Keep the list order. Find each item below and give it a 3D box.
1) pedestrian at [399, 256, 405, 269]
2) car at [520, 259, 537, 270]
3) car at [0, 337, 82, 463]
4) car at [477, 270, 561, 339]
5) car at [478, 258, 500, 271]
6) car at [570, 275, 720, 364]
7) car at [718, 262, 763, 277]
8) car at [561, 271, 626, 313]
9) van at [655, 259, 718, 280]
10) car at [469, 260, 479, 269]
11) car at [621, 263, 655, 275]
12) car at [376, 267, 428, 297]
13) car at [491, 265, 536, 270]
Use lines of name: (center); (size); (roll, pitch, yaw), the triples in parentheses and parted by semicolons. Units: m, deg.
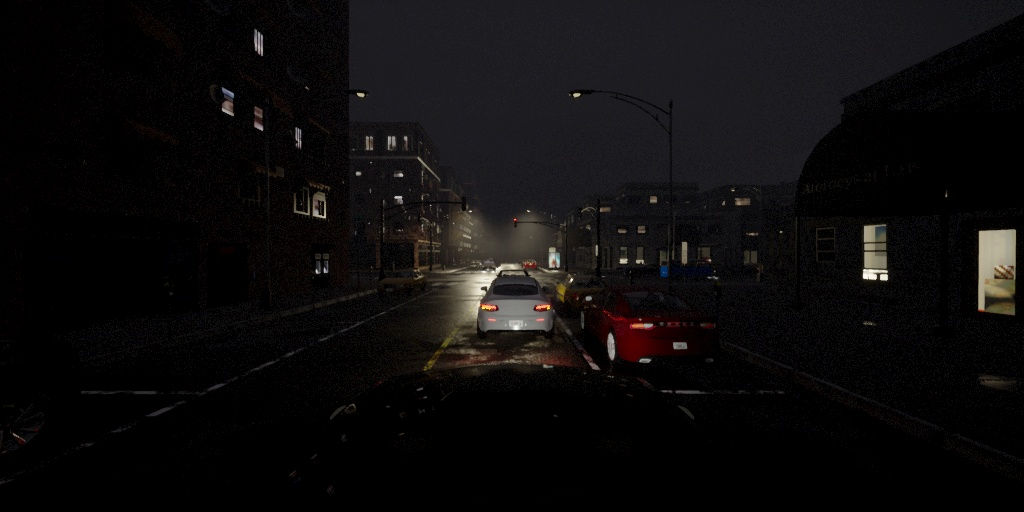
pedestrian: (-12.707, 0.831, 41.188); (0.375, 1.860, 0.375); (0, 0, -1)
car: (2.594, 1.213, 51.803); (1.967, 1.591, 4.097); (0, 0, 0)
car: (-5.692, 1.316, 2.231); (1.948, 1.339, 4.313); (0, 0, 0)
car: (0.084, 1.276, 9.952); (1.812, 1.442, 4.674); (0, 0, 0)
car: (-3.193, 1.320, 50.827); (2.033, 1.411, 5.357); (0, 0, 0)
car: (2.678, 1.295, 7.938); (1.888, 1.381, 4.507); (0, 0, 0)
car: (22.343, 1.368, 35.982); (4.181, 1.385, 1.994); (0, 0, 0)
car: (2.667, 1.276, 13.805); (1.751, 1.417, 4.829); (0, 0, 0)
van: (14.601, 1.164, 30.125); (3.998, 1.789, 1.690); (0, 0, -1)
car: (-5.798, 1.331, 57.472); (2.007, 1.370, 4.403); (0, 0, 0)
car: (13.424, 1.382, 35.902); (4.718, 1.301, 1.895); (0, 0, -1)
car: (-5.725, 1.278, 19.150); (1.751, 1.417, 4.829); (0, 0, 0)
car: (0.077, 1.353, 19.063); (1.895, 1.301, 4.718); (0, 0, 0)
